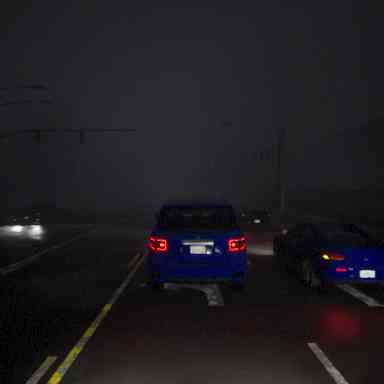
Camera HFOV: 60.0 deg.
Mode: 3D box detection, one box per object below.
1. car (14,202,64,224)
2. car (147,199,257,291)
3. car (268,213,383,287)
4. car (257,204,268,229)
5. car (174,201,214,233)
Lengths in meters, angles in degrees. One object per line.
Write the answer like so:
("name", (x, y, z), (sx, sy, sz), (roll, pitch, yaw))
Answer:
("car", (-10.491, 1.427, 23.069), (1.994, 1.385, 4.181), (0, 1, 0))
("car", (0.104, 1.190, 9.098), (2.150, 2.045, 5.566), (0, 0, 0))
("car", (3.605, 1.494, 9.138), (1.812, 1.442, 4.674), (0, 1, 0))
("car", (3.614, 1.410, 20.620), (1.812, 1.442, 4.674), (0, 1, 0))
("car", (0.116, 1.380, 20.050), (2.128, 1.511, 4.902), (0, 1, 0))
